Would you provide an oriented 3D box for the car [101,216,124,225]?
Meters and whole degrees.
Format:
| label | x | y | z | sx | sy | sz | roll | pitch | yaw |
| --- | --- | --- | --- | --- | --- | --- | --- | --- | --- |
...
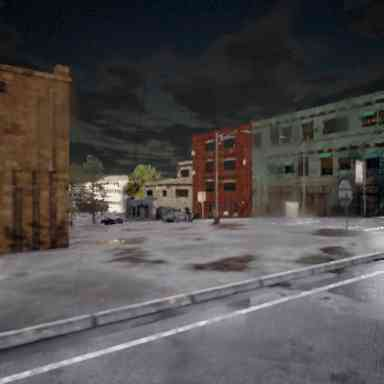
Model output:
| label | x | y | z | sx | sy | sz | roll | pitch | yaw |
| --- | --- | --- | --- | --- | --- | --- | --- | --- | --- |
| car | -12.715 | 4.587 | 52.819 | 2.033 | 1.411 | 5.357 | 0 | -5 | -36 |

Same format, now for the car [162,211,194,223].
| label | x | y | z | sx | sy | sz | roll | pitch | yaw |
| --- | --- | --- | --- | --- | --- | --- | --- | --- | --- |
| car | -1.624 | 2.873 | 37.539 | 1.994 | 1.385 | 4.181 | 0 | -5 | -36 |
